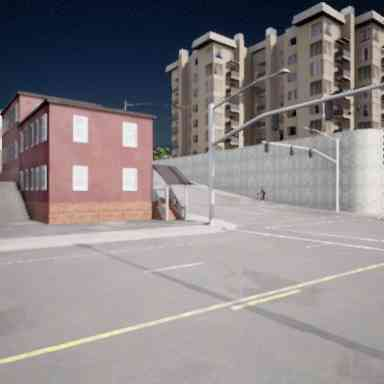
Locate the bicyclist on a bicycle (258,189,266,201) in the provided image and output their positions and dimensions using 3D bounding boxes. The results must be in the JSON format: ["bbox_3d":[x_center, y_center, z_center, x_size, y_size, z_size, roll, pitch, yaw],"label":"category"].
[{"bbox_3d":[9.318,0.386,43.964,1.656,1.620,0.582,0,6,-35],"label":"bicyclist on a bicycle"}]
